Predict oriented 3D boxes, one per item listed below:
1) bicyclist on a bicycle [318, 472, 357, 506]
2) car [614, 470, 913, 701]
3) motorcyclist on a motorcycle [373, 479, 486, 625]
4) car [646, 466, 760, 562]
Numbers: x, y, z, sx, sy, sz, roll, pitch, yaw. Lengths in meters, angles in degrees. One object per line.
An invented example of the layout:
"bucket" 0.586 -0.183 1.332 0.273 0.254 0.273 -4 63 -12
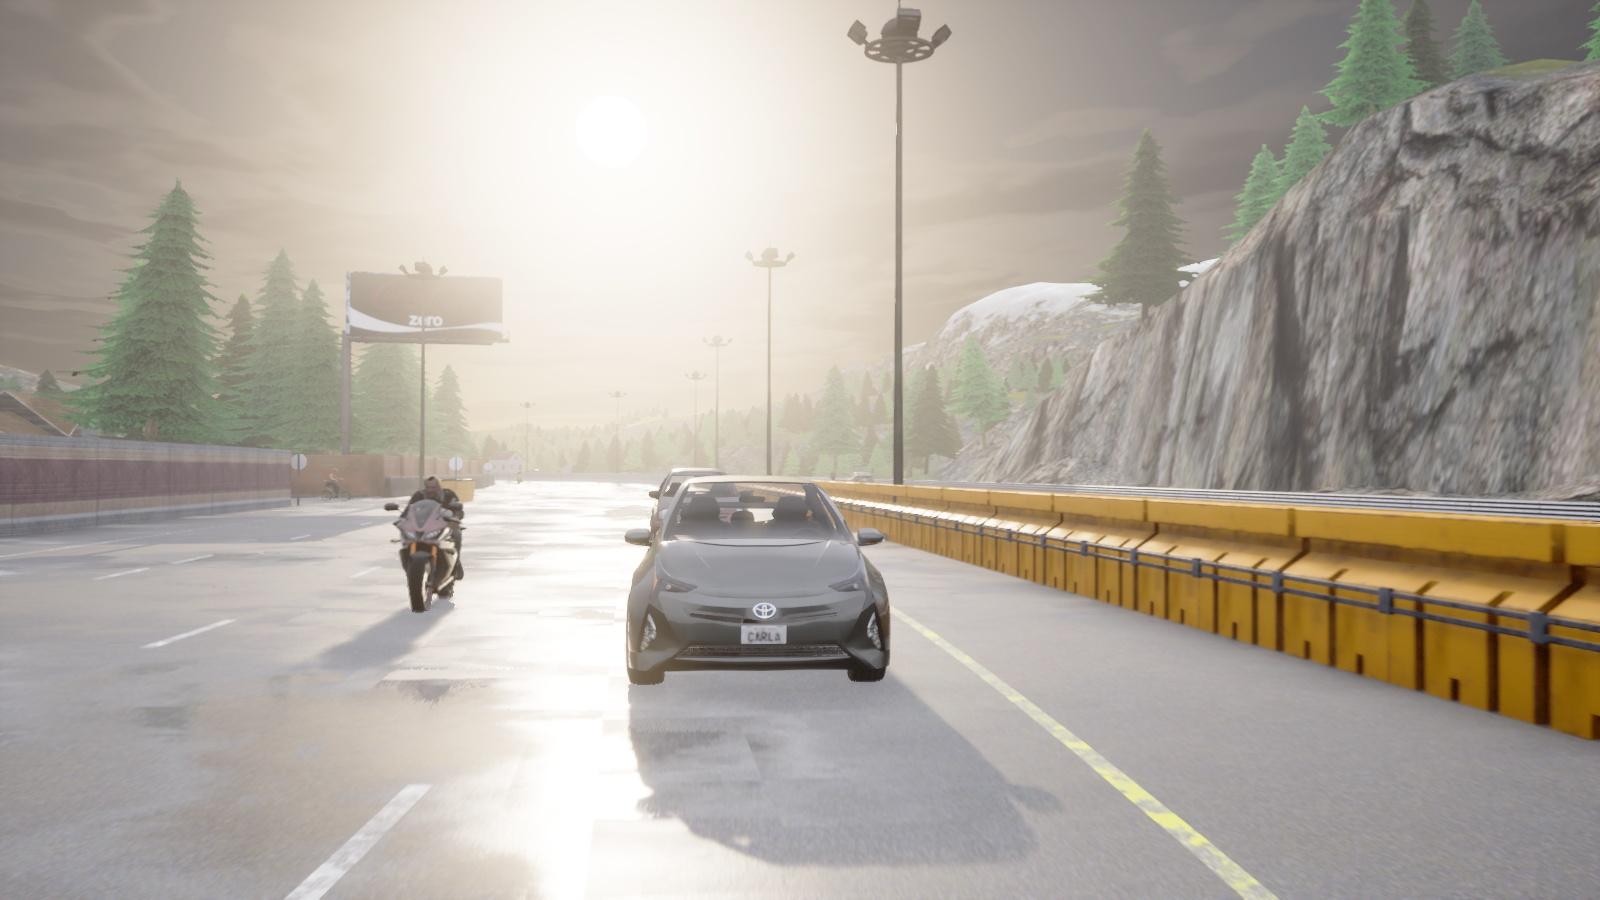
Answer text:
"bicyclist on a bicycle" -22.318 1.866 60.619 1.509 1.612 0.866 0 1 4
"car" -0.427 0.943 10.704 2.007 1.525 4.514 0 -1 -5
"motorcyclist on a motorcycle" -4.230 1.111 14.514 0.866 1.530 2.191 -1 -1 -6
"car" -1.886 1.111 23.311 1.851 1.617 3.988 0 -1 -8
